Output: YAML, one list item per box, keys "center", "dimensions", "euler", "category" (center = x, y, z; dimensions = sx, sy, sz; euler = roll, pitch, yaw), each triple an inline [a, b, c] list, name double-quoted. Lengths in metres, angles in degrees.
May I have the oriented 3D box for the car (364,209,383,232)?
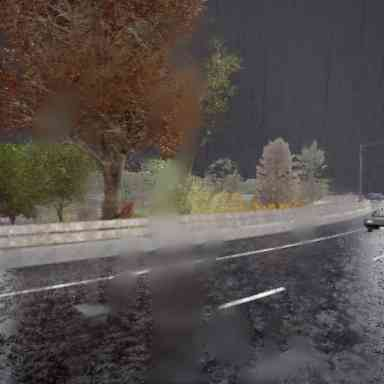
- center: [11.641, 1.629, 19.216]
  dimensions: [1.895, 1.301, 4.718]
  euler: [0, 0, 44]
  category: "car"

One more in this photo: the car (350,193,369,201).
- center: [39.701, 1.472, 80.050]
  dimensions: [2.128, 1.511, 4.902]
  euler: [0, 0, 4]
  category: "car"

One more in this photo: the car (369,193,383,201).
- center: [43.179, 1.163, 79.673]
  dimensions: [2.150, 2.045, 5.566]
  euler: [0, 0, 4]
  category: "car"
